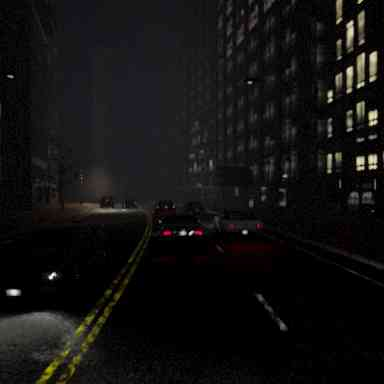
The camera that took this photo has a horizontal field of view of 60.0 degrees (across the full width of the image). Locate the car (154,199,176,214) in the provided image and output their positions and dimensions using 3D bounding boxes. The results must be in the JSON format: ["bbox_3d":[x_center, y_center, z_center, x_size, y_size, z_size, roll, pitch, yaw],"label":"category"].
[{"bbox_3d":[-2.891,1.568,34.944,2.097,1.767,4.553,0,0,-9],"label":"car"}]

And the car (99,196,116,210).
[{"bbox_3d":[-12.742,1.569,50.271,2.150,2.045,5.566,0,-1,-13],"label":"car"}]

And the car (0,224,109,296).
[{"bbox_3d":[-3.630,1.614,9.207,2.033,1.411,5.357,0,0,-3],"label":"car"}]

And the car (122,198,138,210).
[{"bbox_3d":[-9.365,1.677,50.026,2.097,1.767,4.553,0,0,-13],"label":"car"}]

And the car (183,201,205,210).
[{"bbox_3d":[0.104,1.692,36.831,1.882,1.535,5.008,0,0,-9],"label":"car"}]

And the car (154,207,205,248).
[{"bbox_3d":[-0.537,1.644,15.215,2.033,1.411,5.357,0,0,-4],"label":"car"}]

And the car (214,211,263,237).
[{"bbox_3d":[2.428,1.710,18.702,1.895,1.301,4.718,0,0,-5],"label":"car"}]
